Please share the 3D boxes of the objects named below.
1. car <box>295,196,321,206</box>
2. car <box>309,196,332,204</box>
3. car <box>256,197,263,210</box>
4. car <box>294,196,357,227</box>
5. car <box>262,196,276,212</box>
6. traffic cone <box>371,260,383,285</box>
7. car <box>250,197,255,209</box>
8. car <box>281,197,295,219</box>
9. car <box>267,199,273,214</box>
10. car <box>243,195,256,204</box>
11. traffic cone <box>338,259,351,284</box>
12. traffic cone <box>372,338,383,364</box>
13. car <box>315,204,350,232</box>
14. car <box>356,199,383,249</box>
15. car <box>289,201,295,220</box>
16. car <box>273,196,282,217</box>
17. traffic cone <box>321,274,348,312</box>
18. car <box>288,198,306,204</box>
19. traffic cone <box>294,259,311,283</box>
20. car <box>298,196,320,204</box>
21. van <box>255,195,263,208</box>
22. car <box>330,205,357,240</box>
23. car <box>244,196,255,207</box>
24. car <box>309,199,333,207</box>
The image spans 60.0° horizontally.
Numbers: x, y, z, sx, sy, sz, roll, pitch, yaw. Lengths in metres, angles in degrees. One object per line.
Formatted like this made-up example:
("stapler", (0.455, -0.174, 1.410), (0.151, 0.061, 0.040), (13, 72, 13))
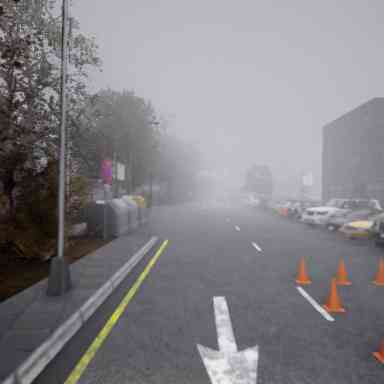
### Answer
("car", (24.786, 1.903, 71.294), (2.435, 2.045, 5.566), (1, 0, -20))
("car", (33.974, 2.138, 88.207), (2.435, 2.045, 5.566), (2, -1, -20))
("car", (10.879, 1.779, 40.665), (5.008, 1.535, 2.097), (2, -1, -18))
("car", (10.291, 1.449, 22.640), (5.566, 2.045, 2.435), (2, 0, -18))
("car", (10.829, 1.640, 37.663), (4.553, 1.767, 2.185), (2, 0, -18))
("traffic cone", (4.848, 2.047, 8.510), (0.340, 0.580, 0.340), (1, 0, 2))
("car", (11.071, 1.848, 46.664), (4.674, 1.452, 2.002), (2, 0, -18))
("car", (10.476, 1.598, 28.651), (4.553, 1.767, 2.185), (2, 0, -18))
("car", (10.699, 1.791, 34.656), (4.674, 1.452, 2.002), (2, 0, -18))
("car", (11.352, 1.601, 55.696), (5.566, 2.045, 2.435), (2, 0, -18))
("traffic cone", (3.849, 2.030, 8.540), (0.340, 0.580, 0.340), (1, 0, 2))
("traffic cone", (2.730, 2.006, 4.572), (0.340, 0.580, 0.340), (1, 0, 2))
("car", (10.182, 1.720, 19.640), (4.792, 1.488, 2.163), (2, 0, -18))
("car", (10.009, 1.422, 13.628), (5.566, 2.045, 2.435), (2, 0, -18))
("car", (10.382, 1.742, 25.638), (4.792, 1.488, 2.163), (2, 0, -18))
("car", (10.573, 1.611, 31.651), (4.553, 1.767, 2.185), (2, 0, -18))
("traffic cone", (2.790, 2.010, 6.571), (0.340, 0.580, 0.340), (1, 0, 2))
("car", (27.886, 2.315, 88.268), (2.163, 1.488, 4.792), (1, -1, -20))
("traffic cone", (2.849, 2.014, 8.570), (0.340, 0.580, 0.340), (1, 0, 2))
("car", (30.914, 2.086, 88.261), (2.435, 2.045, 5.566), (1, -1, -20))
("van", (11.094, 1.571, 43.707), (4.442, 1.987, 1.878), (2, 0, -18))
("car", (9.938, 1.673, 16.589), (5.366, 1.575, 1.946), (2, 0, -18))
("car", (10.978, 1.814, 49.610), (5.366, 1.575, 1.946), (2, 0, -18))
("car", (27.698, 2.233, 71.321), (2.163, 1.488, 4.792), (1, 1, -20))
